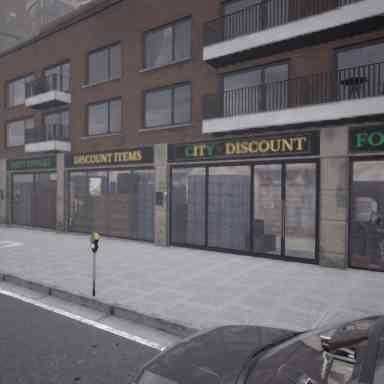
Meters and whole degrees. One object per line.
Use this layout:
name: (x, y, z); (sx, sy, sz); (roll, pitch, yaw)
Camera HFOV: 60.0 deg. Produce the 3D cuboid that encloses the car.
car: (1.463, 1.551, 2.029); (4.403, 1.369, 2.008); (0, 1, 35)
